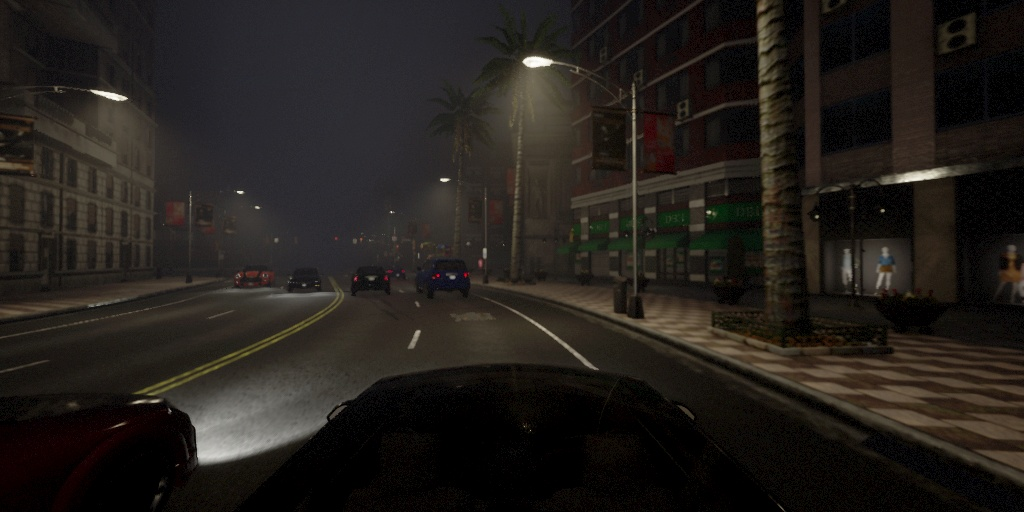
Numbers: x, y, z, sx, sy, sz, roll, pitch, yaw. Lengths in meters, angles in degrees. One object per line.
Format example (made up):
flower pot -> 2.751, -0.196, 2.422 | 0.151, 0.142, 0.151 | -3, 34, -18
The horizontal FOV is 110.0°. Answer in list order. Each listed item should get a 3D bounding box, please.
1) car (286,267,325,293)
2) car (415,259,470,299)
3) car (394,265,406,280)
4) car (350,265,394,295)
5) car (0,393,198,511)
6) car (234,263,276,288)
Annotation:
car -> -13.544, 1.514, 23.640 | 1.837, 1.490, 4.892 | 0, 0, -27
car -> -4.005, 1.175, 20.213 | 2.150, 2.045, 5.566 | 0, -1, -23
car -> -11.793, 1.660, 35.615 | 1.812, 1.442, 4.674 | 0, -1, -28
car -> -8.755, 1.335, 21.984 | 2.097, 1.767, 4.553 | 0, -1, -25
car -> -3.610, 1.316, 1.253 | 1.994, 1.385, 4.181 | 0, -1, -1
car -> -19.282, 1.409, 27.048 | 2.097, 1.767, 4.553 | 0, -1, -28
